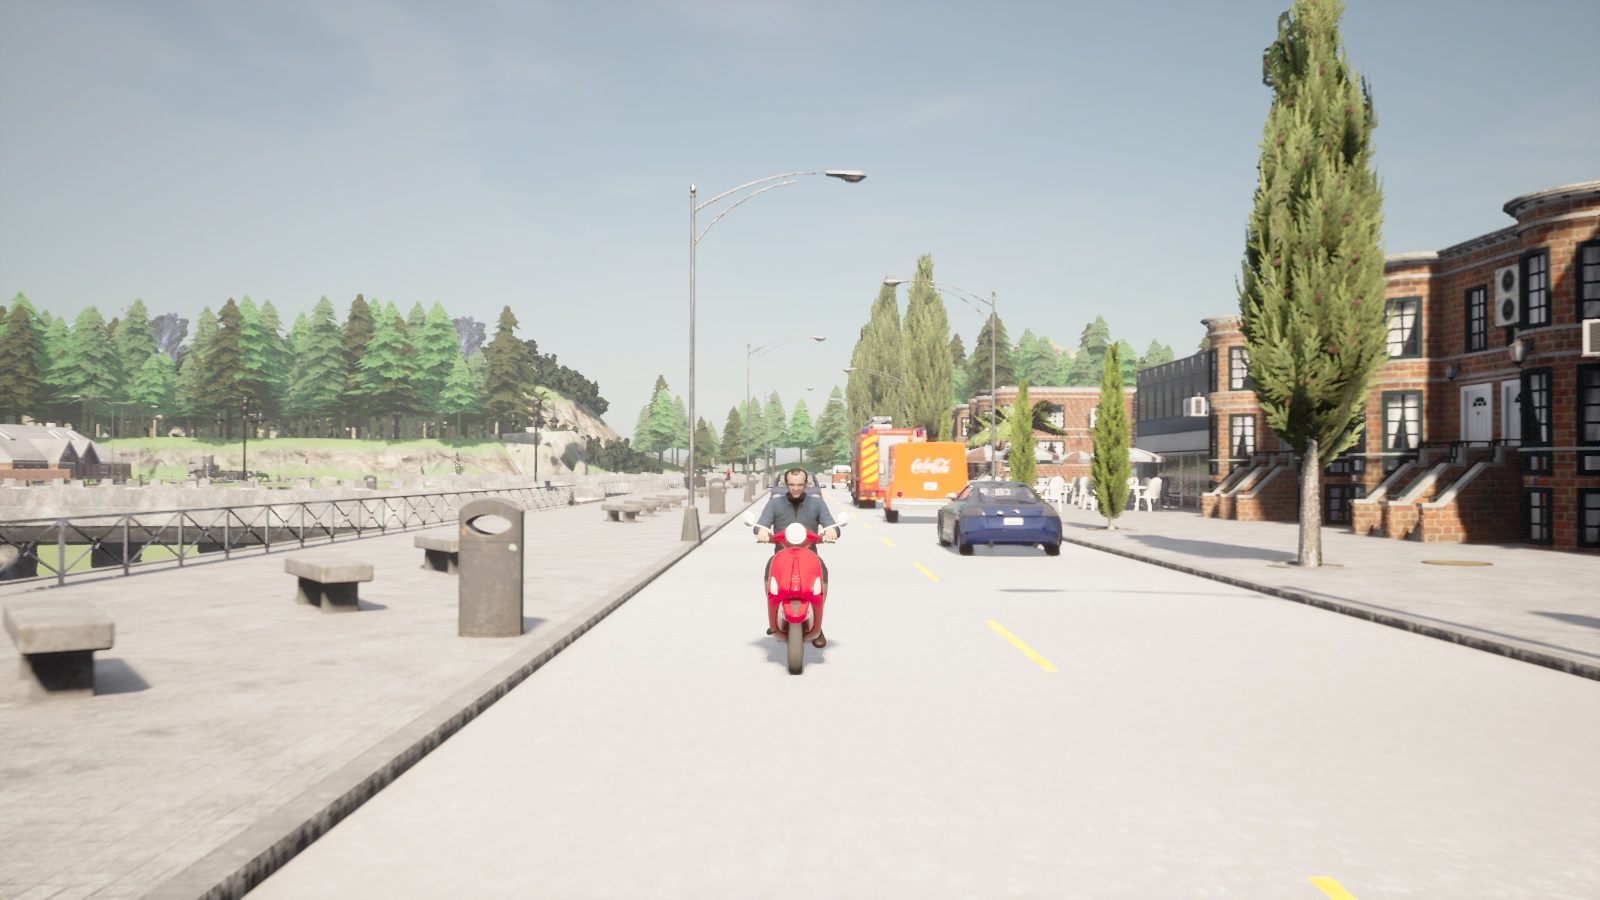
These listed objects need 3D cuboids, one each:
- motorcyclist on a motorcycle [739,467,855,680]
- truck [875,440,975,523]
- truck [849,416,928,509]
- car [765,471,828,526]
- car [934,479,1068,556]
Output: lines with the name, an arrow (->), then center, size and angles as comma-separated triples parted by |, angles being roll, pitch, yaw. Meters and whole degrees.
motorcyclist on a motorcycle -> -0.027, 0.941, 10.319 | 0.866, 1.590, 1.817 | 0, -1, 0
truck -> 3.893, 0.984, 40.131 | 2.627, 2.467, 5.204 | 0, -1, 0
truck -> 3.849, 0.577, 56.272 | 2.891, 3.827, 8.468 | 0, -1, 0
car -> -0.098, 1.428, 37.887 | 1.789, 1.549, 3.705 | 0, -1, 0
car -> 3.934, 1.286, 25.256 | 1.994, 1.385, 4.181 | 0, -1, 0
